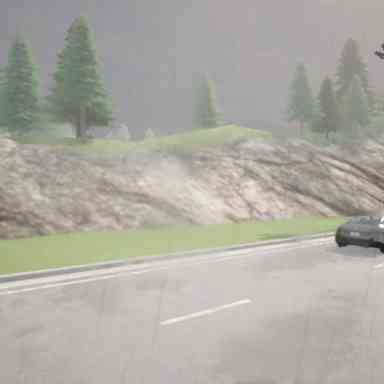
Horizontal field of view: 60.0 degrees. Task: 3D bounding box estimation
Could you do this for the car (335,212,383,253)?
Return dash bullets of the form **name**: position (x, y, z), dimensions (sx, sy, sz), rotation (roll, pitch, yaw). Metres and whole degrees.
- **car**: position (7.686, 1.531, 13.543), dimensions (4.181, 1.385, 1.994), rotation (0, 0, -36)
